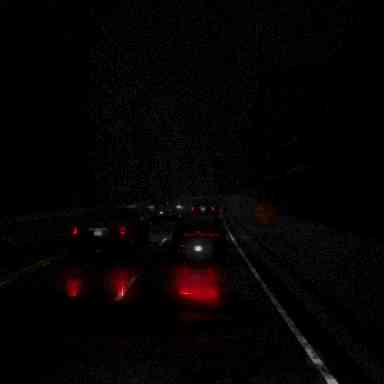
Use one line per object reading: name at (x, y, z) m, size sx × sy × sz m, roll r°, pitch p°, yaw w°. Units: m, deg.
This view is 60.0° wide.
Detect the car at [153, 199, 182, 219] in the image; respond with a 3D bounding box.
car at (-2.247, 1.598, 28.009) m, size 1.994 × 1.385 × 4.181 m, roll 0°, pitch 0°, yaw 4°

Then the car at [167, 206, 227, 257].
car at (0.297, 1.513, 12.880) m, size 1.837 × 1.490 × 4.892 m, roll 0°, pitch 0°, yaw 2°

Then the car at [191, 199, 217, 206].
car at (0.984, 1.383, 27.642) m, size 2.097 × 1.767 × 4.553 m, roll 0°, pitch 0°, yaw 4°

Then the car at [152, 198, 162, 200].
car at (-6.072, 1.680, 58.462) m, size 2.033 × 1.411 × 5.357 m, roll 0°, pitch 0°, yaw 8°

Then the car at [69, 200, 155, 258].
car at (-2.955, 1.358, 12.881) m, size 2.097 × 1.767 × 4.553 m, roll 0°, pitch 0°, yaw 2°

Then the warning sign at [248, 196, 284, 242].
warning sign at (3.114, 1.124, 14.077) m, size 1.300 × 1.860 × 1.060 m, roll 0°, pitch -1°, yaw 2°

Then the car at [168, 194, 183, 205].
car at (-2.864, 1.351, 57.988) m, size 2.150 × 2.045 × 5.566 m, roll 0°, pitch 0°, yaw 7°
